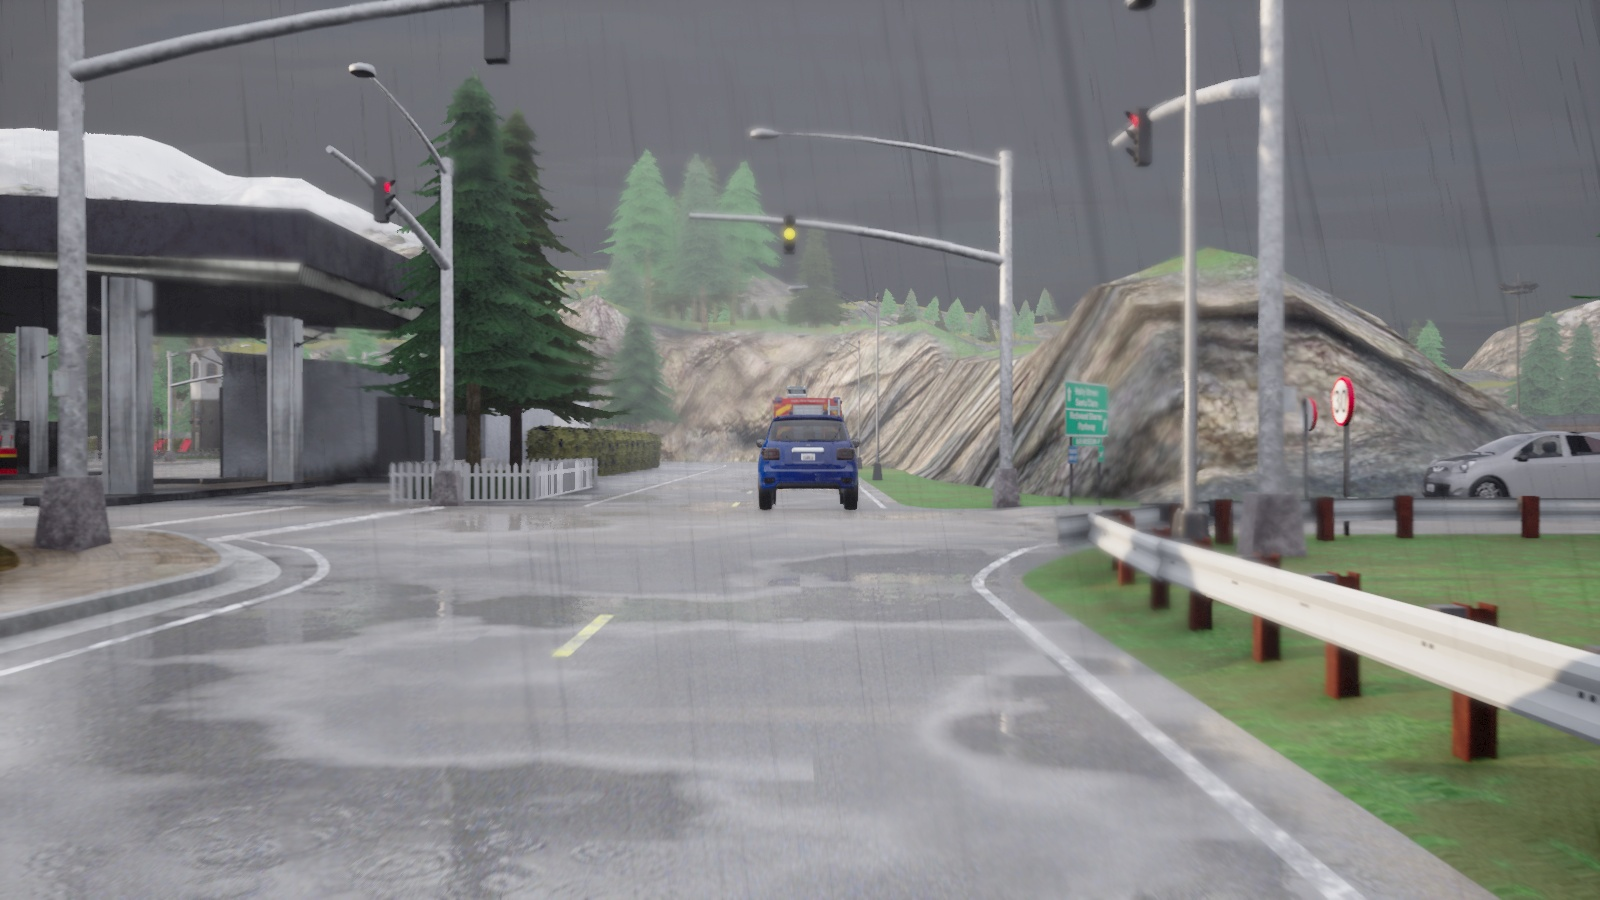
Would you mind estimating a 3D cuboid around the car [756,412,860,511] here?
[{"bbox_3d":[0.182,0.273,28.681,2.150,2.045,5.566,0,-1,0],"label":"car"}]

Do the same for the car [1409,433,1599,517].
[{"bbox_3d":[13.650,0.447,23.475,3.633,1.501,1.845,0,0,0],"label":"car"}]

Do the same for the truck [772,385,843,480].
[{"bbox_3d":[0.335,-0.728,55.072,2.891,3.827,8.468,0,0,0],"label":"truck"}]
